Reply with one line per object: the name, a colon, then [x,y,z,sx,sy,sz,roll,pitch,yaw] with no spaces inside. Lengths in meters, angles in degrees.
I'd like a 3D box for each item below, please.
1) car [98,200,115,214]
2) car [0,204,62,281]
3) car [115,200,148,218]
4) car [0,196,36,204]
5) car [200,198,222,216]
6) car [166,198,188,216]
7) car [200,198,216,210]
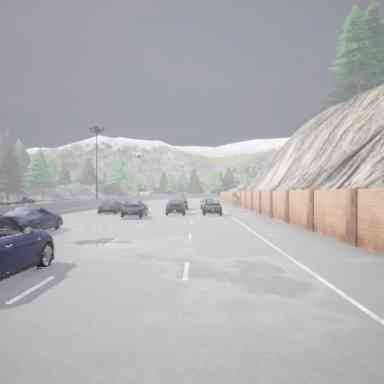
car: [-8.542,1.564,35.349,1.994,1.385,4.181,0,0,1]
car: [-5.330,1.350,8.464,2.097,1.767,4.553,0,0,1]
car: [-5.101,1.492,29.896,2.128,1.511,4.902,0,0,1]
car: [-19.130,1.092,36.723,1.882,1.535,5.008,0,0,1]
car: [1.929,1.491,32.753,2.128,1.511,4.902,0,0,1]
car: [-1.570,1.505,32.939,1.837,1.490,4.892,0,0,0]
car: [2.037,1.525,43.201,1.812,1.442,4.674,0,0,1]
